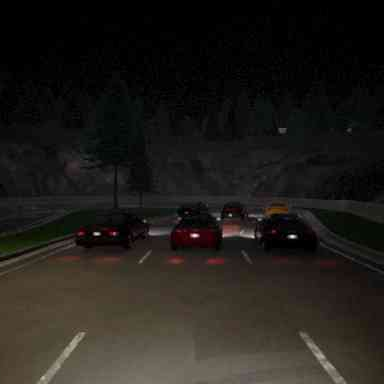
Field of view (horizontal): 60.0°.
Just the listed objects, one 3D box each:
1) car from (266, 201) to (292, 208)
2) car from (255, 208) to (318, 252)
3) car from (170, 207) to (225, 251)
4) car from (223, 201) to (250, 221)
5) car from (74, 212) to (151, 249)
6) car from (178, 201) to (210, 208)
[{"bbox_3d":[6.978,1.482,26.724,1.882,1.535,5.008,0,0,16],"label":"car"},{"bbox_3d":[3.761,1.570,13.881,1.994,1.385,4.181,0,0,5],"label":"car"},{"bbox_3d":[0.274,1.569,14.186,1.994,1.385,4.181,0,0,5],"label":"car"},{"bbox_3d":[3.620,1.514,27.710,1.837,1.490,4.892,0,0,16],"label":"car"},{"bbox_3d":[-3.212,1.560,14.491,2.033,1.411,5.357,0,0,5],"label":"car"},{"bbox_3d":[0.262,1.482,28.696,1.882,1.535,5.008,0,0,16],"label":"car"}]
